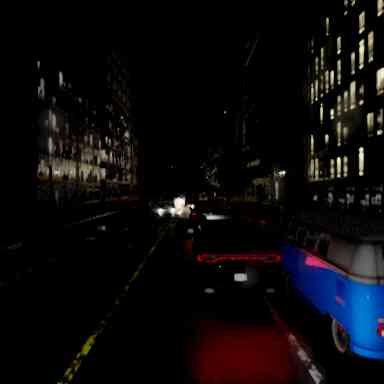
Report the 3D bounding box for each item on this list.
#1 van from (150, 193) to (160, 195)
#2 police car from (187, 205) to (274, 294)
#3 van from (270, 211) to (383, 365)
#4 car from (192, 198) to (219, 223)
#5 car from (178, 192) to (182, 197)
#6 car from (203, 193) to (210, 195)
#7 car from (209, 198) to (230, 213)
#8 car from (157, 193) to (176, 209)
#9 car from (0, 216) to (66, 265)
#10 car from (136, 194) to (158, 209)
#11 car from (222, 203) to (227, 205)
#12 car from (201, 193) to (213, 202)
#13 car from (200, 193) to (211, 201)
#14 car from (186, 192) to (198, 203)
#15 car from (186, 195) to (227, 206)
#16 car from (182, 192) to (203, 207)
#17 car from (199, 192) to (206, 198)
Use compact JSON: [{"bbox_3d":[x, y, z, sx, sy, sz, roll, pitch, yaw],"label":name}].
[{"bbox_3d":[-5.630,0.973,51.187,1.690,1.788,3.998,0,0,0],"label":"van"},{"bbox_3d":[0.911,1.363,8.767,1.930,1.638,5.238,0,0,0],"label":"police car"},{"bbox_3d":[2.698,1.301,5.636,1.690,1.788,3.998,0,0,0],"label":"van"},{"bbox_3d":[0.929,1.281,24.847,1.801,1.575,5.366,0,0,0],"label":"car"},{"bbox_3d":[-2.891,0.727,94.922,1.882,1.535,5.008,0,0,0],"label":"car"},{"bbox_3d":[2.743,1.228,45.483,2.008,1.369,4.403,0,0,0],"label":"car"},{"bbox_3d":[2.730,1.343,34.098,1.802,1.307,4.206,0,0,0],"label":"car"},{"bbox_3d":[-3.051,1.236,41.138,1.812,1.442,4.674,0,0,0],"label":"car"},{"bbox_3d":[-5.677,1.502,11.341,1.802,1.307,4.206,0,0,0],"label":"car"},{"bbox_3d":[-5.644,1.271,39.803,2.008,1.369,4.403,0,0,0],"label":"car"},{"bbox_3d":[2.711,1.462,17.021,1.802,1.307,4.206,0,0,0],"label":"car"},{"bbox_3d":[2.763,0.975,62.559,1.967,1.590,4.097,0,0,0],"label":"car"},{"bbox_3d":[2.769,0.927,68.251,1.967,1.590,4.097,0,0,0],"label":"car"},{"bbox_3d":[0.068,0.915,59.388,2.097,1.767,4.553,0,0,0],"label":"car"},{"bbox_3d":[0.873,1.221,18.618,2.097,1.767,4.553,0,0,0],"label":"car"},{"bbox_3d":[0.060,1.030,45.435,2.097,1.767,4.553,0,0,0],"label":"car"},{"bbox_3d":[2.796,0.830,91.021,1.887,1.381,4.507,0,1,0],"label":"car"}]
